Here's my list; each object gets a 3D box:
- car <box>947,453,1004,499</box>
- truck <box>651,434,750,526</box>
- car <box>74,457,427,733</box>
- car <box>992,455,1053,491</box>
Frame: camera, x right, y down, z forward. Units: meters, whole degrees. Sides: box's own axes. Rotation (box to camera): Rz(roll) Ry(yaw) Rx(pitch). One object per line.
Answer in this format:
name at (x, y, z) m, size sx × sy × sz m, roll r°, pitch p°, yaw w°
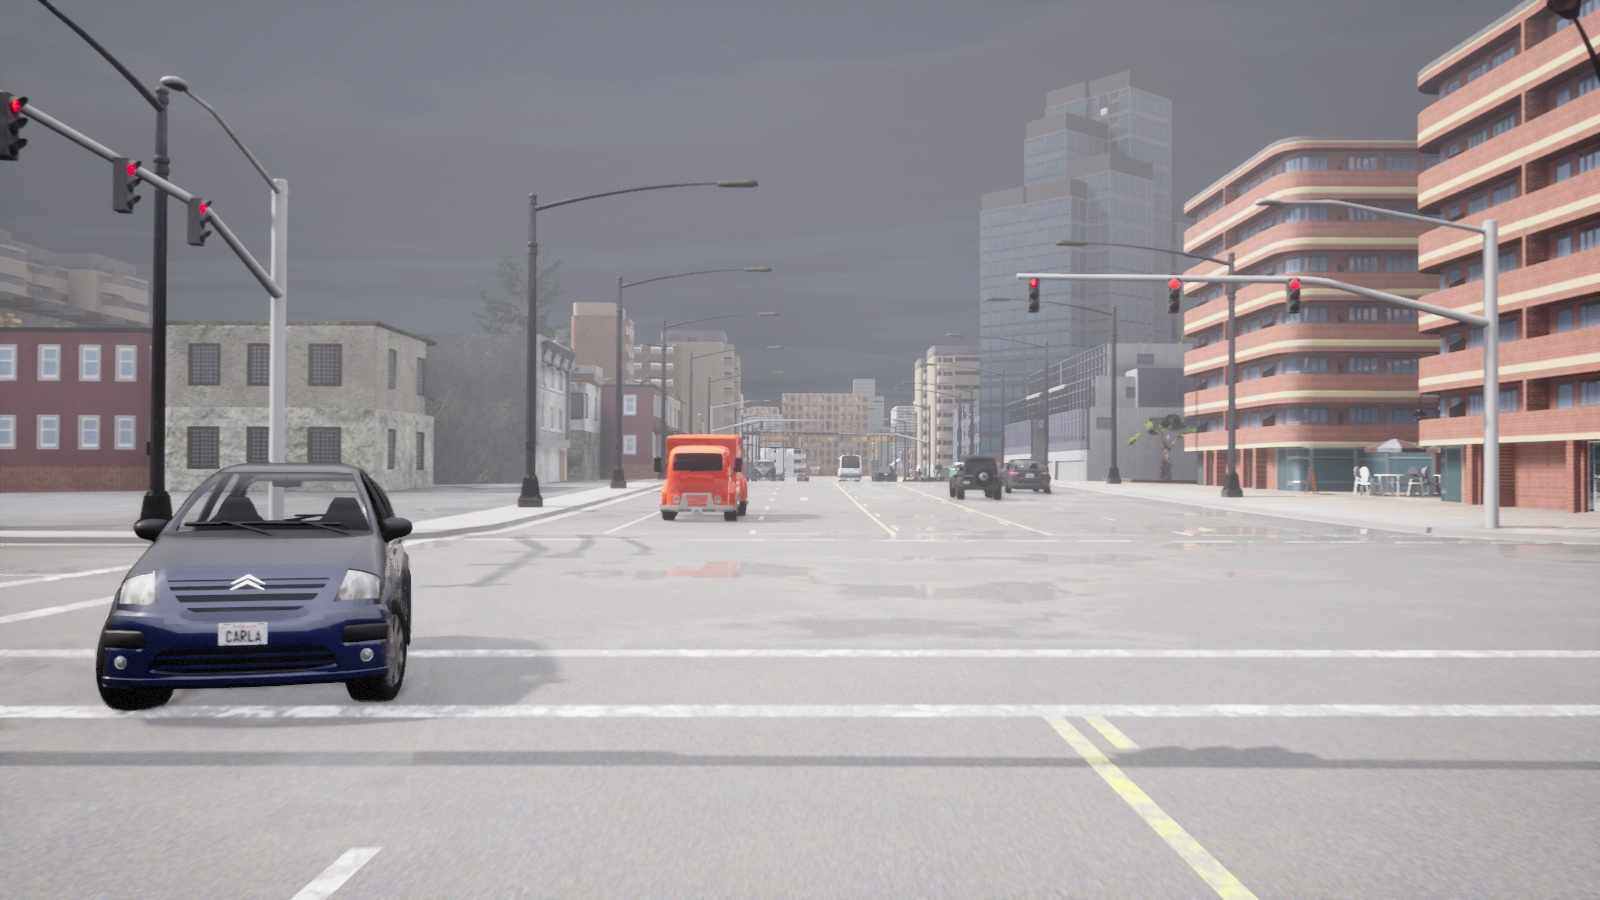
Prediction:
car at (7.584, 1.091, 54.536) m, size 1.905 × 1.878 × 3.866 m, roll 0°, pitch 0°, yaw 0°
truck at (-2.900, 0.806, 37.961) m, size 2.627 × 2.467 × 5.204 m, roll 0°, pitch 2°, yaw 0°
car at (-3.871, 0.887, 9.547) m, size 1.851 × 1.617 × 3.988 m, roll 0°, pitch -1°, yaw -15°
car at (11.066, 1.117, 62.634) m, size 2.242 × 1.667 × 4.611 m, roll 0°, pitch 0°, yaw 0°
